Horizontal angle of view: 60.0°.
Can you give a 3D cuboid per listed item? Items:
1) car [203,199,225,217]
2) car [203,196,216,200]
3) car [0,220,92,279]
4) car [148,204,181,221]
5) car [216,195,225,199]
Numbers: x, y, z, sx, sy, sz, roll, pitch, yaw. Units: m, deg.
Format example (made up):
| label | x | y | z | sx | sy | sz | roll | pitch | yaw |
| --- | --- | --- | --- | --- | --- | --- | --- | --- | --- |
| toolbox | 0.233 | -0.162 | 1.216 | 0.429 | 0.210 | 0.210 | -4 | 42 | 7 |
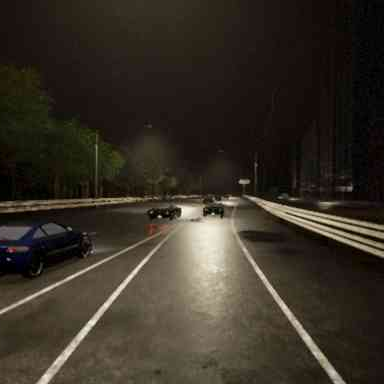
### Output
| label | x | y | z | sx | sy | sz | roll | pitch | yaw |
| --- | --- | --- | --- | --- | --- | --- | --- | --- | --- |
| car | 2.203 | 1.669 | 32.335 | 1.895 | 1.301 | 4.718 | 0 | 0 | 7 |
| car | 3.083 | 1.657 | 63.198 | 1.812 | 1.442 | 4.674 | 1 | 0 | 8 |
| car | -4.717 | 1.534 | 10.087 | 1.994 | 1.385 | 4.181 | 1 | 0 | 8 |
| car | -2.140 | 1.621 | 27.603 | 1.895 | 1.301 | 4.718 | 0 | 0 | 8 |
| car | 7.407 | 1.732 | 93.307 | 1.882 | 1.535 | 5.008 | 1 | 0 | 8 |
